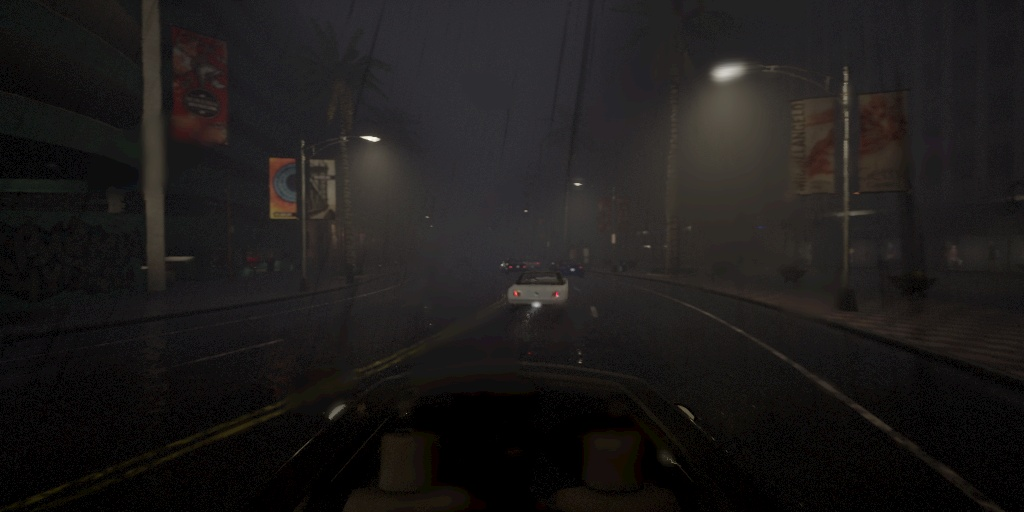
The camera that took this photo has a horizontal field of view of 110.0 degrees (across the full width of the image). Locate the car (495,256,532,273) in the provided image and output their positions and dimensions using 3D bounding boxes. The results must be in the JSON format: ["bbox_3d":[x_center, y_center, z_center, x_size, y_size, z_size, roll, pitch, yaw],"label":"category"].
[{"bbox_3d":[0.053,0.948,33.051,2.033,1.411,5.357,-1,1,-10],"label":"car"}]

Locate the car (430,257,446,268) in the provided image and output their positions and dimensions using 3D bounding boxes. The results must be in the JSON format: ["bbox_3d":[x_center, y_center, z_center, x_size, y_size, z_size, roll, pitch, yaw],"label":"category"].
[{"bbox_3d":[-9.892,0.844,47.597,1.812,1.442,4.674,-1,0,-10],"label":"car"}]

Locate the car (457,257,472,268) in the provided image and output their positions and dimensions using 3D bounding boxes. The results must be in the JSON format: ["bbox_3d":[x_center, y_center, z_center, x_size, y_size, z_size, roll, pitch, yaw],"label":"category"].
[{"bbox_3d":[-6.520,0.806,48.623,1.812,1.442,4.674,-1,0,-10],"label":"car"}]

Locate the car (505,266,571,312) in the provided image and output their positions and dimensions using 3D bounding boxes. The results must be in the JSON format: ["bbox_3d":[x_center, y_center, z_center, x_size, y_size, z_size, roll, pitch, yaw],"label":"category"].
[{"bbox_3d":[1.150,1.210,13.516,1.895,1.301,4.718,0,1,10],"label":"car"}]

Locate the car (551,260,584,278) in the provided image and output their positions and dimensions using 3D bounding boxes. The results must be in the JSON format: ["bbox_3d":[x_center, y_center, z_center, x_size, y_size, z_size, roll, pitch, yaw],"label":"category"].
[{"bbox_3d":[4.193,0.980,28.481,1.994,1.385,4.181,-1,0,-8],"label":"car"}]

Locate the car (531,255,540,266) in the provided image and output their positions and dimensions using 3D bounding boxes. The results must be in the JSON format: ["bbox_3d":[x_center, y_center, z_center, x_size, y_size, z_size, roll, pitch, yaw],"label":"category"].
[{"bbox_3d":[1.880,0.883,42.353,1.895,1.301,4.718,-1,1,-11],"label":"car"}]
